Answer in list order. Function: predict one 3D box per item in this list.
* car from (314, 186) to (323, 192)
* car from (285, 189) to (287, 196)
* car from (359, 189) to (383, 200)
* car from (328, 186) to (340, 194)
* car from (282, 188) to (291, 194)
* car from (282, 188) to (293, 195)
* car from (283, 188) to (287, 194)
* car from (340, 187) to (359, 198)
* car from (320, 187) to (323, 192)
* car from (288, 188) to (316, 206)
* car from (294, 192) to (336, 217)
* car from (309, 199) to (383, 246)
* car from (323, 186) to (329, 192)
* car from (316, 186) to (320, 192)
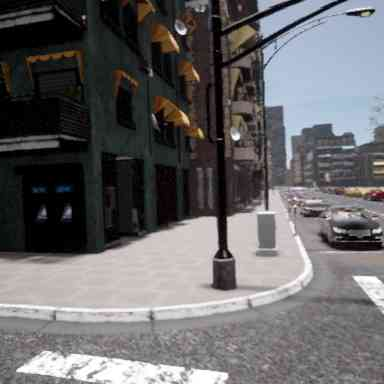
[{"bbox_3d":[32.811,-0.781,86.287,1.752,1.417,4.829,-2,1,14],"label":"car"},{"bbox_3d":[13.994,0.486,45.195,1.802,1.307,4.206,-2,1,14],"label":"car"},{"bbox_3d":[20.790,0.330,37.804,1.802,1.307,4.206,-2,1,14],"label":"car"},{"bbox_3d":[26.114,-0.181,59.279,1.887,1.381,4.507,-2,1,14],"label":"car"},{"bbox_3d":[21.980,-0.247,77.407,2.008,1.369,4.403,-2,1,14],"label":"car"},{"bbox_3d":[20.649,-0.131,72.038,2.008,1.369,4.403,-2,1,14],"label":"car"},{"bbox_3d":[16.651,0.107,55.931,1.967,1.590,4.097,-2,1,14],"label":"car"},{"bbox_3d":[23.491,0.031,48.706,1.752,1.417,4.829,-2,1,14],"label":"car"},{"bbox_3d":[28.773,-0.518,70.014,1.967,1.590,4.097,-2,1,14],"label":"car"},{"bbox_3d":[11.326,0.584,34.456,1.967,1.590,4.097,-2,1,14],"label":"car"},{"bbox_3d":[8.667,0.935,23.720,2.008,1.369,4.403,-2,1,14],"label":"car"},{"bbox_3d":[6.005,1.178,12.982,2.008,1.369,4.403,-2,1,14],"label":"car"},{"bbox_3d":[27.446,-0.292,64.648,2.008,1.369,4.403,-2,1,14],"label":"car"},{"bbox_3d":[30.109,-0.523,75.385,2.008,1.369,4.403,-2,1,14],"label":"car"}]
